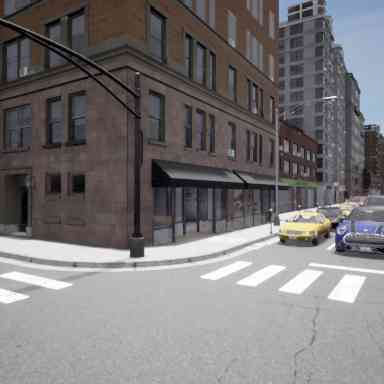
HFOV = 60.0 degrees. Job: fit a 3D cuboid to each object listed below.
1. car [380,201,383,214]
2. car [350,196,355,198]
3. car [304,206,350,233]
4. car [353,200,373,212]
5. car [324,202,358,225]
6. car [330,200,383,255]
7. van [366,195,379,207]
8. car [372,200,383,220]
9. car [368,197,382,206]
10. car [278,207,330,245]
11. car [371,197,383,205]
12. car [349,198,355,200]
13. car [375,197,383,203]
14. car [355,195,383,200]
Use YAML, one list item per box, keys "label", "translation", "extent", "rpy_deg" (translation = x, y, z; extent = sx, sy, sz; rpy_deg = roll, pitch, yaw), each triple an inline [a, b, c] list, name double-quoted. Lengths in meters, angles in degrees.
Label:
- label: "car"
  translation: [22.216, 1.674, 37.253]
  extent: [1.895, 1.301, 4.718]
  rpy_deg: [0, 0, 32]
- label: "car"
  translation: [17.569, 1.383, 35.209]
  extent: [2.192, 1.841, 5.009]
  rpy_deg: [0, 0, 32]
- label: "car"
  translation: [8.571, 1.615, 20.826]
  extent: [1.947, 1.339, 4.313]
  rpy_deg: [0, 0, 32]
- label: "car"
  translation: [20.568, 1.656, 40.002]
  extent: [1.802, 1.307, 4.206]
  rpy_deg: [0, 0, 32]
- label: "car"
  translation: [11.480, 1.581, 25.476]
  extent: [1.752, 1.417, 4.829]
  rpy_deg: [0, 0, 32]
- label: "car"
  translation: [7.157, 1.391, 13.362]
  extent: [2.097, 1.767, 4.553]
  rpy_deg: [0, 0, 32]
- label: "van"
  translation: [29.566, 1.430, 54.384]
  extent: [1.690, 1.788, 3.998]
  rpy_deg: [0, 0, 32]
- label: "car"
  translation: [17.496, 1.555, 29.805]
  extent: [2.128, 1.511, 4.902]
  rpy_deg: [0, 0, 32]
- label: "car"
  translation: [32.565, 1.638, 59.179]
  extent: [1.887, 1.381, 4.507]
  rpy_deg: [0, 0, 32]
- label: "car"
  translation: [5.481, 1.566, 15.888]
  extent: [1.752, 1.417, 4.829]
  rpy_deg: [0, 0, 32]
- label: "car"
  translation: [35.563, 1.683, 63.973]
  extent: [1.802, 1.307, 4.206]
  rpy_deg: [0, 0, 32]
- label: "car"
  translation: [14.479, 1.588, 30.270]
  extent: [1.752, 1.417, 4.829]
  rpy_deg: [0, 0, 32]
- label: "car"
  translation: [41.558, 1.717, 73.558]
  extent: [1.802, 1.307, 4.206]
  rpy_deg: [0, 0, 32]
- label: "car"
  translation: [12.217, 1.273, 21.462]
  extent: [2.150, 2.045, 5.566]
  rpy_deg: [0, 0, 33]
